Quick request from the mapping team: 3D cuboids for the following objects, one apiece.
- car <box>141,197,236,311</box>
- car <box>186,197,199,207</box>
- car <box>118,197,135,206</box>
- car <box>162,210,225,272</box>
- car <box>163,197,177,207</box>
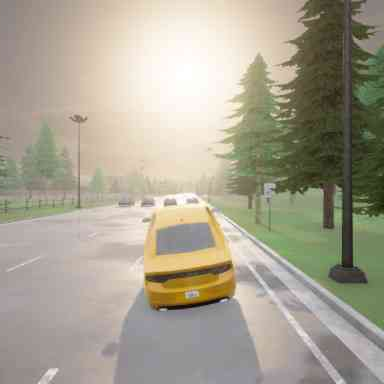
[{"bbox_3d":[-0.202,1.104,8.418,1.882,1.535,5.008,-8,15,-2],"label":"car"},{"bbox_3d":[0.025,1.564,53.417,1.994,1.385,4.181,0,0,0],"label":"car"},{"bbox_3d":[-10.475,1.547,53.421,2.033,1.411,5.357,0,0,0],"label":"car"},{"bbox_3d":[0.043,1.553,11.978,1.812,1.442,4.674,0,1,0],"label":"car"},{"bbox_3d":[-3.475,1.564,53.418,1.994,1.385,4.181,0,0,0],"label":"car"}]
